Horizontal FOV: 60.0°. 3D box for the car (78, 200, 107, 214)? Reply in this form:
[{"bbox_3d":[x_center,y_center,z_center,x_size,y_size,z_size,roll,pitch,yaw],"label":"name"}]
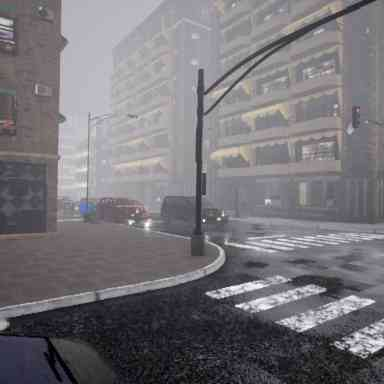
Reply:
[{"bbox_3d":[-11.332,1.657,37.731,1.994,1.385,4.181,1,-1,-35],"label":"car"}]

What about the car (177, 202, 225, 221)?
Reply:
[{"bbox_3d":[0.703,1.685,30.116,1.752,1.417,4.829,1,-1,-35],"label":"car"}]

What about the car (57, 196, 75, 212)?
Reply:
[{"bbox_3d":[-15.310,1.368,39.044,2.192,1.841,5.009,1,-1,-35],"label":"car"}]

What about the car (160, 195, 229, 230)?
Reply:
[{"bbox_3d":[-0.023,1.249,21.802,2.150,2.045,5.566,1,-1,-36],"label":"car"}]

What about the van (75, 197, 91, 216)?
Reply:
[{"bbox_3d":[-8.848,1.354,29.956,1.690,1.788,3.998,1,-1,-35],"label":"van"}]

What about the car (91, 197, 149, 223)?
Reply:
[{"bbox_3d":[-5.615,1.309,25.412,2.192,1.841,5.009,1,-1,-35],"label":"car"}]

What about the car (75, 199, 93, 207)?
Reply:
[{"bbox_3d":[-18.587,1.866,57.239,1.802,1.307,4.206,1,-1,-35],"label":"car"}]

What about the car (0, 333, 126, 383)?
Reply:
[{"bbox_3d":[-2.244,1.564,1.468,4.181,1.385,1.994,0,0,-36],"label":"car"}]

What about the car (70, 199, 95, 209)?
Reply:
[{"bbox_3d":[-16.545,1.752,50.122,2.033,1.411,5.357,1,-1,-35],"label":"car"}]

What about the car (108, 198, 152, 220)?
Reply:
[{"bbox_3d":[-5.596,1.410,29.647,2.097,1.767,4.553,1,-1,-35],"label":"car"}]

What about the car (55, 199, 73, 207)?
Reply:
[{"bbox_3d":[-22.568,1.848,58.590,1.895,1.301,4.718,1,-1,-36],"label":"car"}]
